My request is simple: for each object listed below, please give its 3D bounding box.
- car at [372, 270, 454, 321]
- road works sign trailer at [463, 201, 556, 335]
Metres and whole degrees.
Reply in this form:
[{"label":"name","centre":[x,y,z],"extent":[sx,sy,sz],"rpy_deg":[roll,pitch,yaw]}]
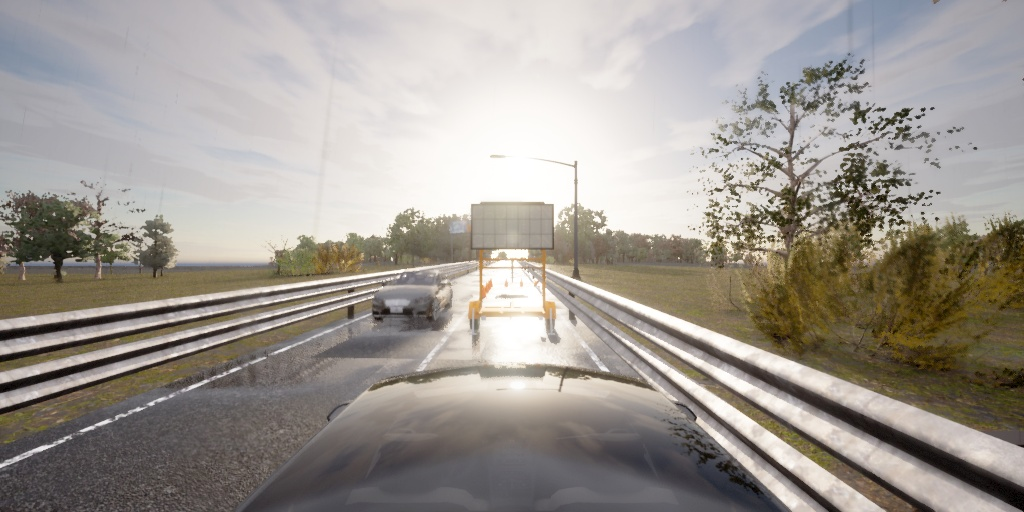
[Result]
[{"label":"car","centre":[-3.245,1.245,12.522],"extent":[2.128,1.511,4.902],"rpy_deg":[0,0,0]},{"label":"road works sign trailer","centre":[0.014,0.218,10.494],"extent":[2.380,3.560,2.880],"rpy_deg":[0,0,0]}]
